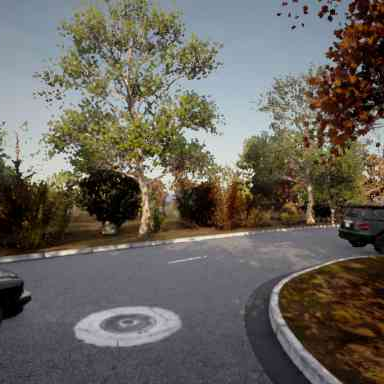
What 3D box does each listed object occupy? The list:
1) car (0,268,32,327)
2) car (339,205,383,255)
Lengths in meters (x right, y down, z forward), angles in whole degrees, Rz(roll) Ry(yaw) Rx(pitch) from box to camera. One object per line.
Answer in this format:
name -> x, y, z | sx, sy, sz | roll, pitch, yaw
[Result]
car -> -4.878, 1.625, 4.517 | 1.895, 1.301, 4.718 | 0, -1, 43
car -> 9.650, 1.728, 15.156 | 5.566, 2.045, 2.150 | 3, -1, -5
